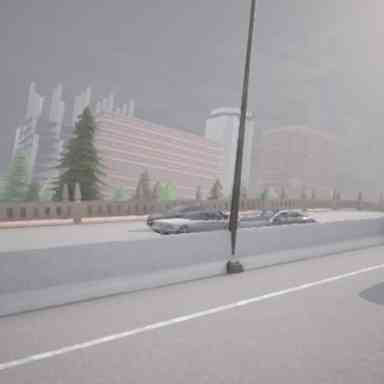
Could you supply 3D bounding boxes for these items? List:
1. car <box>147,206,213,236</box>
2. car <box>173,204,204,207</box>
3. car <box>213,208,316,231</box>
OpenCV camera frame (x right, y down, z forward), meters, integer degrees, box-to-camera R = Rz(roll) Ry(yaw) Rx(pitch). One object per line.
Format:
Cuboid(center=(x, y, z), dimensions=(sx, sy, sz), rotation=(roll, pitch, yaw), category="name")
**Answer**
Cuboid(center=(0.329, 1.611, 17.143), dimensions=(4.718, 1.301, 1.895), rotation=(0, 0, -36), category="car")
Cuboid(center=(-0.478, 1.517, 20.869), dimensions=(4.892, 1.490, 1.837), rotation=(0, 0, -36), category="car")
Cuboid(center=(3.661, 1.503, 15.223), dimensions=(4.902, 1.511, 2.128), rotation=(0, 0, -36), category="car")
